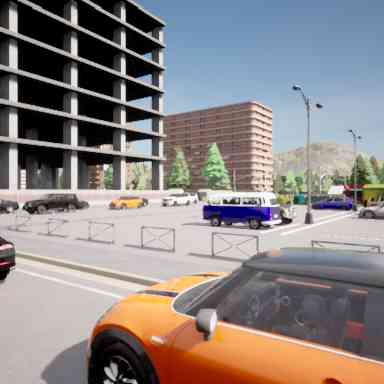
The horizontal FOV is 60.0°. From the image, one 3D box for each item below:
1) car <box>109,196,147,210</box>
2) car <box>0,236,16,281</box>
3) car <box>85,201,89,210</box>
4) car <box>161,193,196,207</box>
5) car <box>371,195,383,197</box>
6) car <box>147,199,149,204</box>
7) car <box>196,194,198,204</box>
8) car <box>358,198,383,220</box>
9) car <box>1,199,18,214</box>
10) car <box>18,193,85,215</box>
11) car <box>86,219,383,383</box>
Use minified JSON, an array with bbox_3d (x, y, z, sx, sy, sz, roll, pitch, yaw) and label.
[{"bbox_3d":[-8.373,1.283,42.337,2.097,1.767,4.553,0,0,35],"label":"car"},{"bbox_3d":[-6.477,1.487,8.564,4.902,1.511,2.128,0,0,35],"label":"car"},{"bbox_3d":[-14.414,1.494,39.852,1.994,1.385,4.181,0,0,35],"label":"car"},{"bbox_3d":[-2.296,1.153,50.921,2.150,2.045,5.566,0,0,35],"label":"car"},{"bbox_3d":[17.820,1.153,29.367,4.605,1.855,1.932,0,0,36],"label":"car"},{"bbox_3d":[-8.390,1.421,48.379,2.128,1.511,4.902,0,0,35],"label":"car"},{"bbox_3d":[-1.098,1.145,58.621,2.150,2.045,5.566,0,1,36],"label":"car"},{"bbox_3d":[14.613,1.395,24.802,3.806,1.475,1.970,0,0,36],"label":"car"},{"bbox_3d":[-19.556,1.421,32.578,2.128,1.511,4.902,0,0,36],"label":"car"},{"bbox_3d":[-14.250,1.153,34.009,2.150,2.045,5.566,0,0,35],"label":"car"},{"bbox_3d":[1.036,1.352,3.250,4.553,1.767,2.097,0,0,35],"label":"car"}]
